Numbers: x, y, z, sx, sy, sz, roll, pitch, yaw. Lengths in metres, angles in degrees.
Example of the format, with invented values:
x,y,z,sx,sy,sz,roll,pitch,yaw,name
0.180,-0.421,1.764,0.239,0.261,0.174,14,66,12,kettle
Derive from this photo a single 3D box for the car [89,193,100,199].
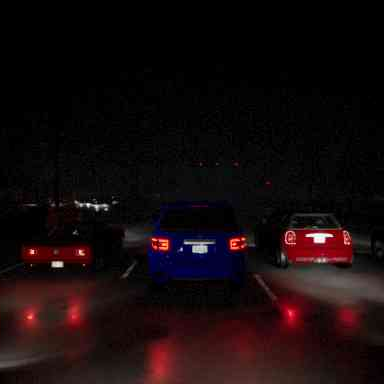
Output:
x,y,z,sx,sy,sz,roll,pitch,yaw,name
-25.711,1.049,87.618,1.837,1.490,4.892,0,0,-3,car

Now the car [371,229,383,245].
x,y,z,sx,sy,sz,roll,pitch,yaw,name
7.018,1.477,9.406,2.128,1.511,4.902,0,0,0,car

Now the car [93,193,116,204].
x,y,z,sx,sy,sz,roll,pitch,yaw,name
-14.660,1.341,56.089,1.895,1.301,4.718,0,0,0,car

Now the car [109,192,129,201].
x,y,z,sx,sy,sz,roll,pitch,yaw,name
-14.712,1.025,67.150,2.097,1.767,4.553,0,0,0,car

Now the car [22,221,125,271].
x,y,z,sx,sy,sz,roll,pitch,yaw,name
-3.489,1.584,10.839,1.895,1.301,4.718,0,0,0,car

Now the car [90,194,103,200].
x,y,z,sx,sy,sz,roll,pitch,yaw,name
-21.807,1.143,76.116,1.812,1.442,4.674,0,0,-1,car

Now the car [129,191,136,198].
x,y,z,sx,sy,sz,roll,pitch,yaw,name
-14.829,1.147,77.952,2.033,1.411,5.357,0,0,-1,car

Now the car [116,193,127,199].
x,y,z,sx,sy,sz,roll,pitch,yaw,name
-18.779,1.082,88.711,2.033,1.411,5.357,0,0,-3,car

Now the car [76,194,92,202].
x,y,z,sx,sy,sz,roll,pitch,yaw,name
-21.704,1.197,67.229,1.812,1.442,4.674,0,0,-1,car

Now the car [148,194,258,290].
x,y,z,sx,sy,sz,roll,pitch,yaw,name
0.043,1.207,9.202,2.150,2.045,5.566,0,0,-2,car

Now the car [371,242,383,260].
x,y,z,sx,sy,sz,roll,pitch,yaw,name
3.594,1.490,2.160,2.128,1.511,4.902,0,0,0,car

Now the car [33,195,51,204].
x,y,z,sx,sy,sz,roll,pitch,yaw,name
-25.147,1.243,56.331,1.837,1.490,4.892,0,0,0,car

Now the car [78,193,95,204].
x,y,z,sx,sy,sz,roll,pitch,yaw,name
-18.170,1.291,58.319,1.994,1.385,4.181,0,0,0,car

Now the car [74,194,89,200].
x,y,z,sx,sy,sz,roll,pitch,yaw,name
-25.311,1.212,76.404,1.895,1.301,4.718,0,0,-1,car

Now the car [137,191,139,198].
x,y,z,sx,sy,sz,roll,pitch,yaw,name
-15.584,0.752,91.296,2.150,2.045,5.566,0,0,-7,car

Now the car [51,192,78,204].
x,y,z,sx,sy,sz,roll,pitch,yaw,name
-21.656,1.213,56.895,1.882,1.535,5.008,0,0,0,car

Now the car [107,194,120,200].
x,y,z,sx,sy,sz,roll,pitch,yaw,name
-18.324,1.205,77.563,1.895,1.301,4.718,0,0,-1,car

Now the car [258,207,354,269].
x,y,z,sx,sy,sz,roll,pitch,yaw,name
3.506,1.334,11.303,2.097,1.767,4.553,0,0,0,car

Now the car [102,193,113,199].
x,y,z,sx,sy,sz,roll,pitch,yaw,name
-22.167,1.103,87.280,1.994,1.385,4.181,0,0,-3,car
